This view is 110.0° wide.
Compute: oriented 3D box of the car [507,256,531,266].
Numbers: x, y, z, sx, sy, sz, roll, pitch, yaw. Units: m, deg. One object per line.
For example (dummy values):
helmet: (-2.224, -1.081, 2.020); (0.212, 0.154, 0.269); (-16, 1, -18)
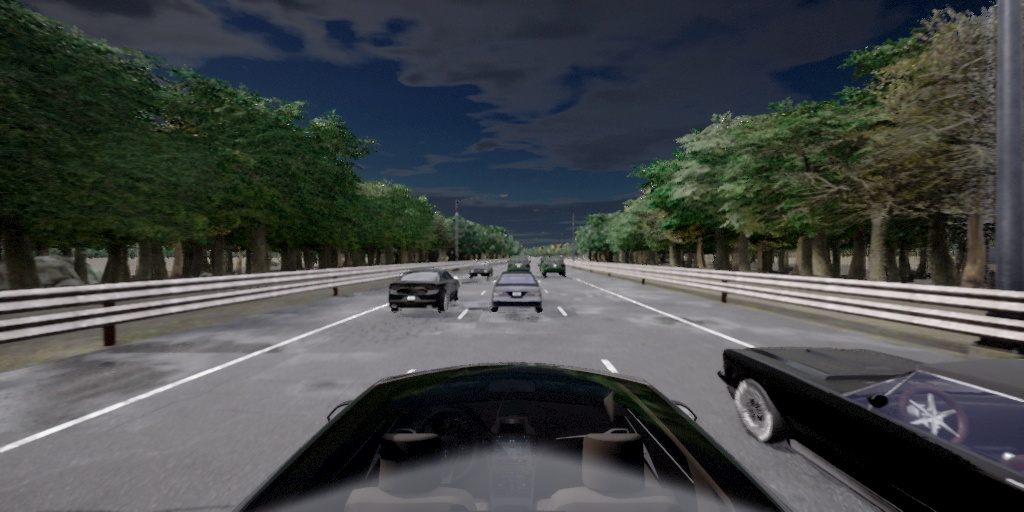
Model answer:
car: (0.718, 1.048, 35.682); (2.150, 2.045, 5.566); (0, 0, 2)

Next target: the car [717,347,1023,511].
car: (3.502, 1.352, 2.357); (1.895, 1.301, 4.718); (0, 0, 0)

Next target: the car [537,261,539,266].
car: (4.649, 1.403, 48.285); (1.837, 1.490, 4.892); (0, 0, 3)

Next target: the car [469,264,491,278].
car: (-2.837, 1.416, 34.084); (1.895, 1.301, 4.718); (0, 0, 2)

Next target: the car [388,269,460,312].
car: (-3.297, 1.234, 14.296); (1.882, 1.535, 5.008); (0, 0, 1)

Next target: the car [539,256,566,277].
car: (4.144, 1.054, 36.369); (2.150, 2.045, 5.566); (0, 0, 2)

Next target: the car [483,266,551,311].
car: (0.197, 1.307, 14.364); (2.033, 1.411, 5.357); (0, 0, 1)
